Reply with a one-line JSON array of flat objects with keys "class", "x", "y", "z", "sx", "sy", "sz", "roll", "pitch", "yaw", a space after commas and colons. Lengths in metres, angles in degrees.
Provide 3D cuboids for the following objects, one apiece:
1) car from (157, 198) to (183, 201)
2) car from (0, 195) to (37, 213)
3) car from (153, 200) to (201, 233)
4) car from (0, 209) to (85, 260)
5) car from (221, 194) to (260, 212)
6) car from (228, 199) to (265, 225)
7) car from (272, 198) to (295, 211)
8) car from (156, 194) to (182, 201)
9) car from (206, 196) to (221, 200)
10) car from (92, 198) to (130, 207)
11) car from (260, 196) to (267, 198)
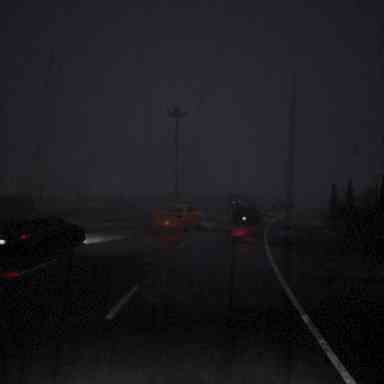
[{"class": "car", "x": -1.173, "y": 1.522, "z": 30.364, "sx": 1.812, "sy": 1.442, "sz": 4.674, "roll": 0, "pitch": 0, "yaw": 20}, {"class": "car", "x": -14.108, "y": 1.218, "z": 24.870, "sx": 2.150, "sy": 2.045, "sz": 5.566, "roll": 0, "pitch": 0, "yaw": 15}, {"class": "car", "x": -0.740, "y": 1.469, "z": 19.831, "sx": 1.882, "sy": 1.535, "sz": 5.008, "roll": 0, "pitch": 0, "yaw": 13}, {"class": "car", "x": -5.729, "y": 1.552, "z": 12.531, "sx": 1.994, "sy": 1.385, "sz": 4.181, "roll": 0, "pitch": 0, "yaw": 8}, {"class": "car", "x": 5.538, "y": 1.212, "z": 37.329, "sx": 2.150, "sy": 2.045, "sz": 5.566, "roll": 0, "pitch": 0, "yaw": 26}, {"class": "car", "x": 4.161, "y": 1.493, "z": 24.365, "sx": 1.837, "sy": 1.490, "sz": 4.892, "roll": 0, "pitch": 0, "yaw": 17}, {"class": "car", "x": 11.030, "y": 1.503, "z": 40.224, "sx": 1.812, "sy": 1.442, "sz": 4.674, "roll": 0, "pitch": 0, "yaw": 29}, {"class": "car", "x": -3.746, "y": 1.279, "z": 56.642, "sx": 2.150, "sy": 2.045, "sz": 5.566, "roll": 0, "pitch": 0, "yaw": 33}, {"class": "car", "x": 4.241, "y": 1.548, "z": 61.794, "sx": 2.128, "sy": 1.511, "sz": 4.902, "roll": 0, "pitch": 0, "yaw": 38}, {"class": "car", "x": -7.943, "y": 1.359, "z": 32.708, "sx": 2.097, "sy": 1.767, "sz": 4.553, "roll": 0, "pitch": 0, "yaw": 21}, {"class": "car", "x": 14.026, "y": 1.551, "z": 67.792, "sx": 1.994, "sy": 1.385, "sz": 4.181, "roll": 0, "pitch": 0, "yaw": 44}]
